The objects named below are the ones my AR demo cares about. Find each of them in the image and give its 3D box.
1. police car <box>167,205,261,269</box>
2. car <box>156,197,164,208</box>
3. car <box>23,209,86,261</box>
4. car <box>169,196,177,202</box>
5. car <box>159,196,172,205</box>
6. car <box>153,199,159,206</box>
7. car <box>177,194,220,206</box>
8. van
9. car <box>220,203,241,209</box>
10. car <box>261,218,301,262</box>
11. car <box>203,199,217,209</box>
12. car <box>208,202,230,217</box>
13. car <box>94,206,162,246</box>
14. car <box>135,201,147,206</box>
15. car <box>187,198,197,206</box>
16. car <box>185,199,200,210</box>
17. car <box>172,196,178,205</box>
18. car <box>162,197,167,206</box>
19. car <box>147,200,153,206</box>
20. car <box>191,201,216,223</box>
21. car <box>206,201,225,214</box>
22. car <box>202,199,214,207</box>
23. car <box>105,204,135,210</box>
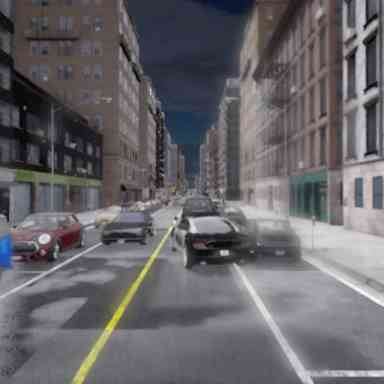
[{"bbox_3d":[0.390,1.481,11.691,1.930,1.638,5.238,0,0,-11],"label":"police car"},{"bbox_3d":[-5.350,1.757,44.667,2.008,1.369,4.403,0,0,0],"label":"car"},{"bbox_3d":[-5.378,1.498,12.192,1.967,1.590,4.097,0,0,0],"label":"car"},{"bbox_3d":[-5.309,1.943,92.823,1.887,1.381,4.507,0,0,0],"label":"car"},{"bbox_3d":[-5.336,1.587,60.906,2.192,1.841,5.009,0,0,0],"label":"car"},{"bbox_3d":[-5.355,1.765,39.254,1.802,1.307,4.206,0,0,0],"label":"car"},{"bbox_3d":[0.500,1.325,21.777,2.150,2.045,5.566,0,0,2],"label":"car"},{"bbox_3d":[-5.383,1.373,6.780,1.690,1.788,3.998,0,0,0],"label":"van"},{"bbox_3d":[2.656,1.659,23.000,2.008,1.369,4.403,0,0,0],"label":"car"},{"bbox_3d":[2.647,1.609,12.175,2.008,1.369,4.403,0,0,0],"label":"car"},{"bbox_3d":[2.680,1.755,50.234,1.752,1.417,4.829,0,0,0],"label":"car"},{"bbox_3d":[2.665,1.725,33.825,1.947,1.339,4.313,0,0,0],"label":"car"},{"bbox_3d":[-2.840,1.623,16.013,2.033,1.411,5.357,0,0,0],"label":"car"},{"bbox_3d":[-5.364,1.699,28.429,1.947,1.339,4.313,0,0,0],"label":"car"},{"bbox_3d":[0.052,1.804,62.250,1.812,1.442,4.674,0,0,0],"label":"car"},{"bbox_3d":[0.044,1.765,47.392,2.033,1.411,5.357,0,0,0],"label":"car"},{"bbox_3d":[-2.699,1.887,61.273,1.895,1.301,4.718,0,0,0],"label":"car"},{"bbox_3d":[-5.345,1.779,50.080,2.008,1.369,4.403,0,0,0],"label":"car"},{"bbox_3d":[-5.360,1.683,33.672,1.752,1.417,4.829,0,0,0],"label":"car"},{"bbox_3d":[0.848,1.609,27.706,1.882,1.535,5.008,0,0,0],"label":"car"},{"bbox_3d":[2.670,1.749,39.238,1.947,1.339,4.313,0,0,0],"label":"car"},{"bbox_3d":[2.684,1.832,55.477,1.802,1.307,4.206,0,0,0],"label":"car"},{"bbox_3d":[-5.369,1.633,22.847,1.752,1.417,4.829,0,0,0],"label":"car"}]
